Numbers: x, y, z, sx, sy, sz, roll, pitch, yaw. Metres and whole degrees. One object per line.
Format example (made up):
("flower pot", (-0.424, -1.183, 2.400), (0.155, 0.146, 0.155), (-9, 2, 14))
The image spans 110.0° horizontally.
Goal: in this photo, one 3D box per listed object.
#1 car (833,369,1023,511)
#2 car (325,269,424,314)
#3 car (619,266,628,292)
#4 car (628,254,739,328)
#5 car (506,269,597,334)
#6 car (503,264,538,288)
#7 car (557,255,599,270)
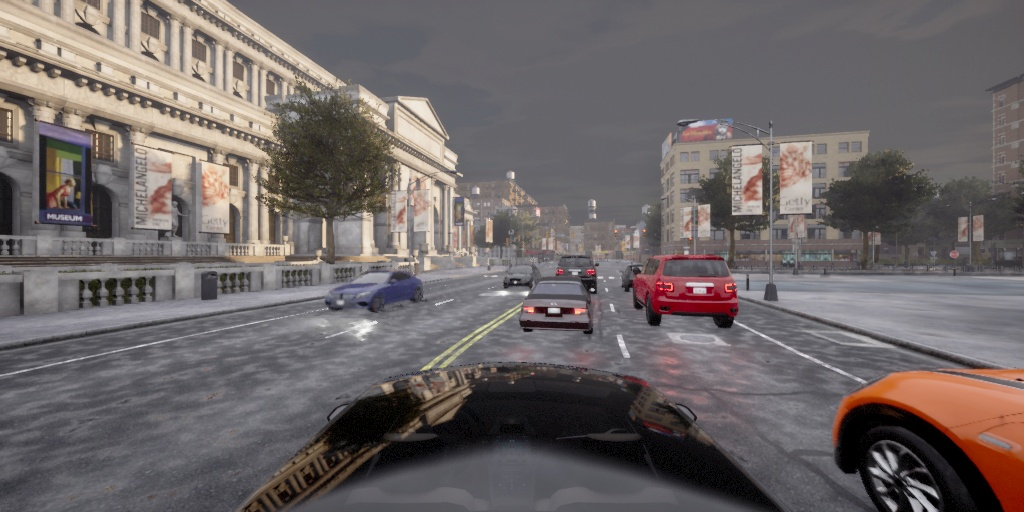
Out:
("car", (3.817, 1.102, 1.158), (2.097, 1.767, 4.553), (0, 0, -1))
("car", (-5.149, 1.276, 14.159), (1.812, 1.442, 4.674), (0, 0, 14))
("car", (7.528, 1.255, 21.208), (1.837, 1.490, 4.892), (0, 0, 13))
("car", (5.327, 0.971, 11.718), (2.150, 2.045, 5.566), (0, 0, 12))
("car", (1.455, 1.297, 10.677), (2.033, 1.411, 5.357), (0, 0, 11))
("car", (0.762, 1.311, 23.530), (1.837, 1.490, 4.892), (0, 0, 14))
("car", (3.786, 0.971, 20.656), (2.150, 2.045, 5.566), (0, 0, 13))
